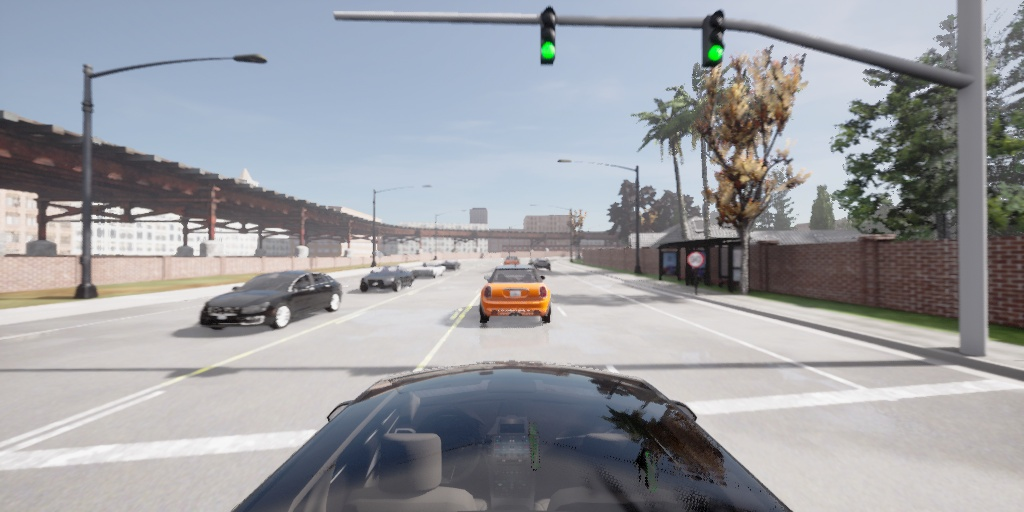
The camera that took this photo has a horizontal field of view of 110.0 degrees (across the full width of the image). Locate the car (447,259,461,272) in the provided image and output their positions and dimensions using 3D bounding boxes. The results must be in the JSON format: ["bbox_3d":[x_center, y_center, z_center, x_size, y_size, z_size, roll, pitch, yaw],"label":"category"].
[{"bbox_3d":[-7.005,1.048,40.862,1.895,1.301,4.718,0,1,0],"label":"car"}]

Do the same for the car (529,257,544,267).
[{"bbox_3d":[3.495,0.875,52.598,1.895,1.301,4.718,0,1,0],"label":"car"}]

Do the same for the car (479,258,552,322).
[{"bbox_3d":[0.098,1.071,12.227,2.097,1.767,4.553,0,0,0],"label":"car"}]

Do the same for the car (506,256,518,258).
[{"bbox_3d":[-0.005,0.770,42.547,2.097,1.767,4.553,0,1,0],"label":"car"}]

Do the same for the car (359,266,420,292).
[{"bbox_3d":[-7.032,1.245,20.547,1.994,1.385,4.181,0,0,1],"label":"car"}]

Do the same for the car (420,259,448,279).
[{"bbox_3d":[-7.004,1.185,30.513,1.895,1.301,4.718,0,1,0],"label":"car"}]

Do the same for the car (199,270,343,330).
[{"bbox_3d":[-7.091,1.236,11.201,1.837,1.490,4.892,0,0,0],"label":"car"}]

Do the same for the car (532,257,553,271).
[{"bbox_3d":[3.495,0.916,41.960,2.128,1.511,4.902,0,1,0],"label":"car"}]
